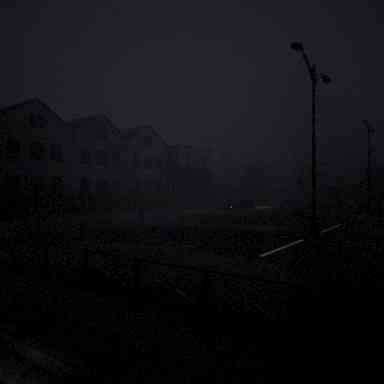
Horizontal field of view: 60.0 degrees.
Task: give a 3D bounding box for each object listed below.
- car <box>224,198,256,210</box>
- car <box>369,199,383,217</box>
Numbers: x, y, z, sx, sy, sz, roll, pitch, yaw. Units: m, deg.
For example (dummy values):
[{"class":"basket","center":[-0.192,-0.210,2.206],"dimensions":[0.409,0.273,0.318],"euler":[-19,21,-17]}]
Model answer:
[{"class":"car","center":[5.795,1.409,39.488],"dimensions":[1.895,1.301,4.718],"euler":[0,0,37]},{"class":"car","center":[15.518,1.298,26.752],"dimensions":[2.007,1.523,4.514],"euler":[0,0,35]}]
